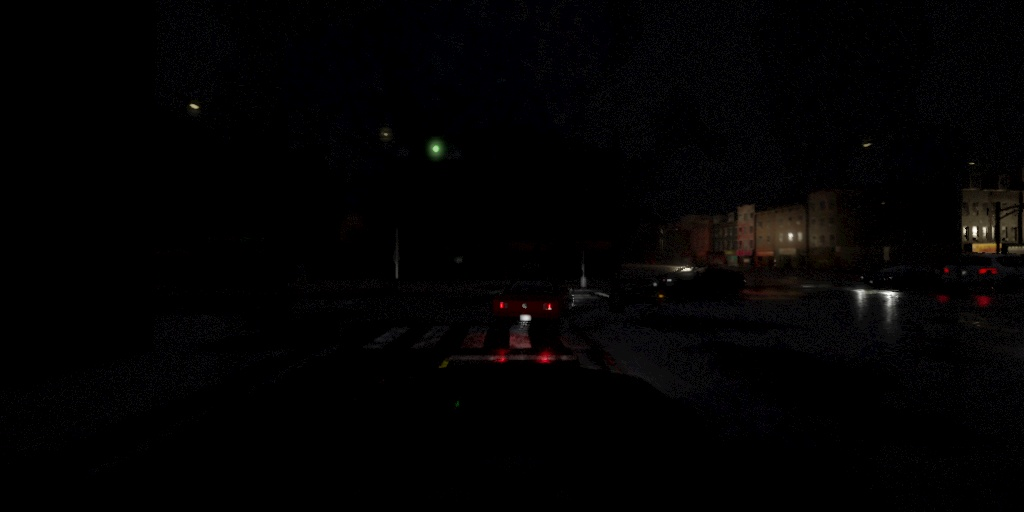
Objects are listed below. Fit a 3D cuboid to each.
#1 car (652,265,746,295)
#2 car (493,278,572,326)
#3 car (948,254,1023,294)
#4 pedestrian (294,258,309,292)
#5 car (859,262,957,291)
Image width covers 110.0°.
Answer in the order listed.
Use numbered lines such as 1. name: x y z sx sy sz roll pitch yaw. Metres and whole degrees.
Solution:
1. car: 10.108 1.258 19.520 4.902 1.511 2.128 0 0 -8
2. car: 0.874 1.371 11.801 1.895 1.301 4.718 0 0 13
3. car: 26.230 0.930 19.183 5.566 2.045 2.150 0 0 -9
4. pedestrian: -11.189 0.983 19.022 0.375 1.860 0.375 0 0 -9
5. car: 23.716 1.262 21.730 4.674 1.442 1.812 0 0 -9
